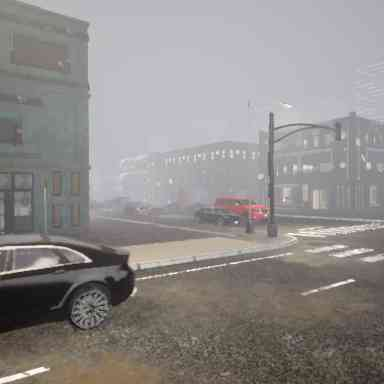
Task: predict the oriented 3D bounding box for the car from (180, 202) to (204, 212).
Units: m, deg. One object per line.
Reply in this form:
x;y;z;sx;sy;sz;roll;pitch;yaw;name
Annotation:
0.776;1.905;41.658;1.802;1.307;4.206;-2;0;-35;car

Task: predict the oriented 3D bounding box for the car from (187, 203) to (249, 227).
1.887;1.815;25.420;1.947;1.339;4.313;-1;0;-35;car

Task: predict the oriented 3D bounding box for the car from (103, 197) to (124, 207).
-15.263;1.941;64.215;2.192;1.841;5.009;-1;0;-35;car

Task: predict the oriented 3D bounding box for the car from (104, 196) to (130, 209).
-12.089;1.776;55.296;2.150;2.045;5.566;-1;0;-35;car

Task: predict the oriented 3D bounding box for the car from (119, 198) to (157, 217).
-6.056;1.847;36.801;1.967;1.590;4.097;-1;0;-35;car

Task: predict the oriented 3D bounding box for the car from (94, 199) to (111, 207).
-18.464;2.229;68.727;1.887;1.381;4.507;-1;0;-35;car

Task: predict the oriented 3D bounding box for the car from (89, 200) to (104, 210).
-15.453;2.212;54.685;1.994;1.385;4.181;-1;0;-35;car

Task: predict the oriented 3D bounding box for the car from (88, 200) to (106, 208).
-18.303;2.270;64.047;1.895;1.301;4.718;-1;0;-36;car

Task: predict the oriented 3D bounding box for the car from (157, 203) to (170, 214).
-4.972;2.002;39.771;1.895;1.301;4.718;-1;0;-35;car

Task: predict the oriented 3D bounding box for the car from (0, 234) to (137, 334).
-3.295;1.492;5.298;4.902;1.511;2.128;0;0;-35;car

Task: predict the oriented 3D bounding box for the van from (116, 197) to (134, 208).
-12.055;1.908;59.704;1.690;1.788;3.998;-1;0;-35;van

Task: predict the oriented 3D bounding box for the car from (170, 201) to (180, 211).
-2.429;1.967;46.169;1.802;1.307;4.206;-1;0;-35;car

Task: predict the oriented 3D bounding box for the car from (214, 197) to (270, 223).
3.940;1.447;27.216;2.150;2.045;5.566;-1;0;-35;car
